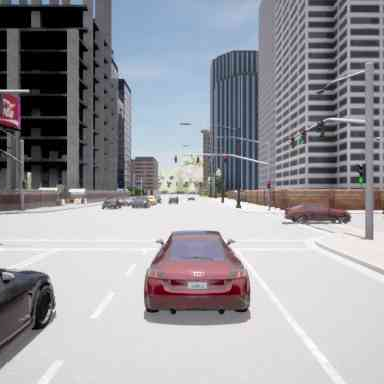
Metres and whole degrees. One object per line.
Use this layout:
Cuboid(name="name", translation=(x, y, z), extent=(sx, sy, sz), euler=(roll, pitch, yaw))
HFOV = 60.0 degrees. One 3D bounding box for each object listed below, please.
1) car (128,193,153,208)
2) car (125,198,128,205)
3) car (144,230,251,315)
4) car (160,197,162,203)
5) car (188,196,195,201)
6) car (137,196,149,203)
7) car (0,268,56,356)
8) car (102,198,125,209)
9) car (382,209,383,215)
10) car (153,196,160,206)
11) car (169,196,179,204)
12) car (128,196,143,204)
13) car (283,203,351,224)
Cuboid(name="car", translation=(-7.166, 1.352, 47.037), extent=(2.097, 1.767, 4.553), euler=(0, 0, 0))
Cuboid(name="car", translation=(-10.645, 1.601, 53.601), extent=(1.895, 1.301, 4.718), euler=(0, 0, 0))
Cuboid(name="car", translation=(0.088, 1.564, 7.680), extent=(1.994, 1.385, 4.181), euler=(0, 0, 0))
Cuboid(name="car", translation=(-7.117, 1.505, 66.571), extent=(1.837, 1.490, 4.892), euler=(0, 0, 0))
Cuboid(name="car", translation=(-0.148, 1.595, 84.260), extent=(1.895, 1.301, 4.718), euler=(0, 0, 0))
Cuboid(name="car", translation=(-10.627, 1.552, 72.743), extent=(1.994, 1.385, 4.181), euler=(0, 0, 0))
Cuboid(name="car", translation=(-3.414, 1.564, 4.263), extent=(1.994, 1.385, 4.181), euler=(0, 0, 0))
Cuboid(name="car", translation=(-10.669, 1.526, 44.493), extent=(1.812, 1.442, 4.674), euler=(0, 0, 0))
Cuboid(name="car", translation=(18.502, 1.601, 27.603), extent=(4.718, 1.301, 1.895), euler=(0, 0, 0))
Cuboid(name="car", translation=(-7.129, 1.477, 56.373), extent=(1.882, 1.535, 5.008), euler=(0, 0, 0))
Cuboid(name="car", translation=(-3.515, 1.491, 65.685), extent=(2.128, 1.511, 4.902), euler=(0, 0, 0))
Cuboid(name="car", translation=(-10.622, 1.564, 62.749), extent=(1.994, 1.385, 4.181), euler=(0, 0, 0))
Cuboid(name="car", translation=(8.914, 1.525, 23.850), extent=(4.674, 1.442, 1.812), euler=(0, 0, -1))
